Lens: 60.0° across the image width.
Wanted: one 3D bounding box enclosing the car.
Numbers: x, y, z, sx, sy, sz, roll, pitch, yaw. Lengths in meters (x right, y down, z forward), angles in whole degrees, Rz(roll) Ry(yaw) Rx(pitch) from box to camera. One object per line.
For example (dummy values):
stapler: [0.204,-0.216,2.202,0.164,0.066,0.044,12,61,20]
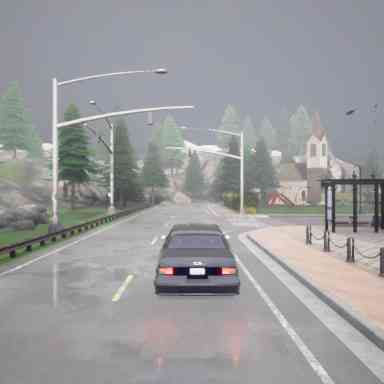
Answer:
car: [0.100,1.547,8.804,2.033,1.411,5.357,0,0,0]
